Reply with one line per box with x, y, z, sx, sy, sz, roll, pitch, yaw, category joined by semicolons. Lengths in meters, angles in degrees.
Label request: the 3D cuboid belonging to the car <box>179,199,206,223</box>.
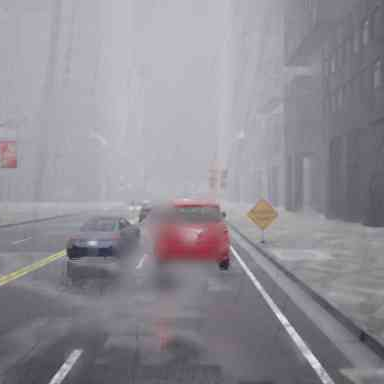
0.042;1.490;27.546;2.097;1.767;4.553;0;0;0;car

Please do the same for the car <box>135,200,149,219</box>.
-3.208;1.646;27.626;1.837;1.490;4.892;0;0;0;car

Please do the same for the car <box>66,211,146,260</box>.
-3.204;1.630;12.791;1.994;1.385;4.181;0;0;0;car

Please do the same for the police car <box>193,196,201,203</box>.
1.130;1.850;83.539;1.930;1.638;5.238;0;-1;0;police car

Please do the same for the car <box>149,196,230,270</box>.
0.033;1.282;11.426;2.150;2.045;5.566;0;0;0;car

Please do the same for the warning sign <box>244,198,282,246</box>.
2.846;1.184;13.432;1.300;1.860;1.060;0;0;0;warning sign

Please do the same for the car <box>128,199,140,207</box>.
-9.807;1.851;57.838;1.994;1.385;4.181;0;0;1;car

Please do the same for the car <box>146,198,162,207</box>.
-6.553;1.835;57.784;2.033;1.411;5.357;0;0;1;car
